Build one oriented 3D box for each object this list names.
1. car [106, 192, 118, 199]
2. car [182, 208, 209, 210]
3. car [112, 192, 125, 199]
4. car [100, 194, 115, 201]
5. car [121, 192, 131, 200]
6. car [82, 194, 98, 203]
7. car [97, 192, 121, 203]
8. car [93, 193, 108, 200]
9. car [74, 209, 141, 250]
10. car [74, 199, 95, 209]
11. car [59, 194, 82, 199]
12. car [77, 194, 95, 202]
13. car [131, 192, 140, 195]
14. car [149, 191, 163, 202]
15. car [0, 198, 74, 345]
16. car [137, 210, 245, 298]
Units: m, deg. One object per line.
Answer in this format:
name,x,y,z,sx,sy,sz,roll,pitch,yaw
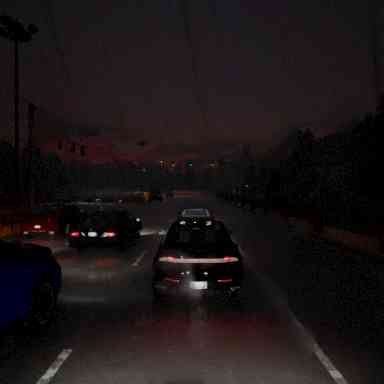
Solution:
car,-20.460,0.861,85.135,1.882,1.535,5.008,0,0,0
car,0.189,1.480,17.759,1.895,1.301,4.718,0,0,0
car,-17.011,0.795,77.449,2.097,1.767,4.553,0,0,0
car,-17.079,1.078,67.317,1.994,1.385,4.181,0,0,0
car,-13.637,1.061,64.434,1.812,1.442,4.674,0,0,1
car,-17.221,1.152,57.341,1.994,1.385,4.181,0,0,1
car,-13.744,1.128,55.371,1.812,1.442,4.674,0,0,1
car,-20.528,0.936,74.916,1.882,1.535,5.008,0,0,0
car,-3.337,1.456,13.718,2.033,1.411,5.357,0,0,0
car,-6.829,1.361,17.146,1.882,1.535,5.008,0,0,0
car,-20.730,1.078,55.640,1.882,1.535,5.008,0,0,2
car,-20.609,1.132,64.974,1.895,1.301,4.718,0,0,1
car,-13.531,0.986,74.455,1.812,1.442,4.674,0,0,0
car,-6.469,0.790,60.164,2.150,2.045,5.566,0,1,-1
car,-3.384,1.205,3.526,2.150,2.045,5.566,0,0,0
car,0.134,1.439,8.385,2.128,1.511,4.902,0,0,0
